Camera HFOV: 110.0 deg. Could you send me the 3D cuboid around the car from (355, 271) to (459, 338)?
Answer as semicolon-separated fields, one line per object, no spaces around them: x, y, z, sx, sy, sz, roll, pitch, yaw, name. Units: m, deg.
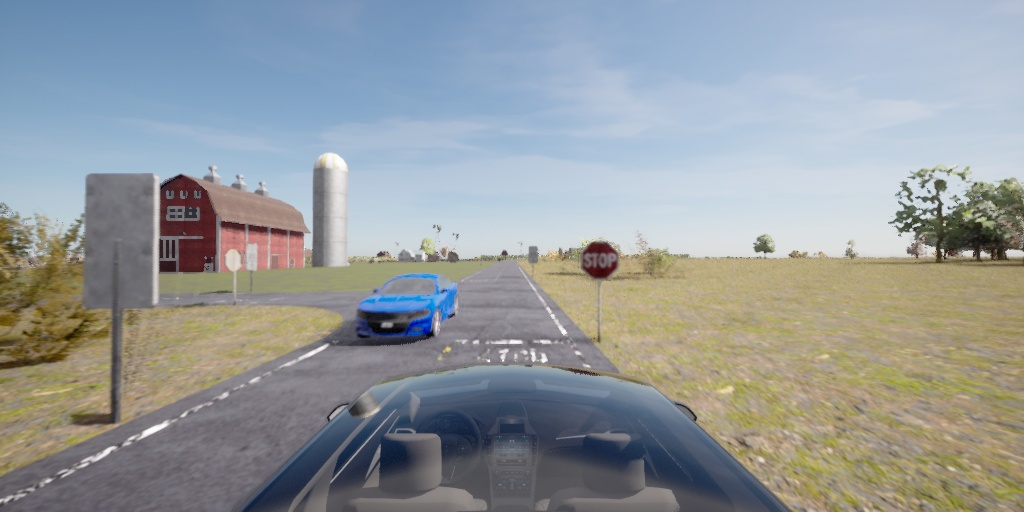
-2.753;1.251;10.389;1.882;1.535;5.008;0;0;0;car
